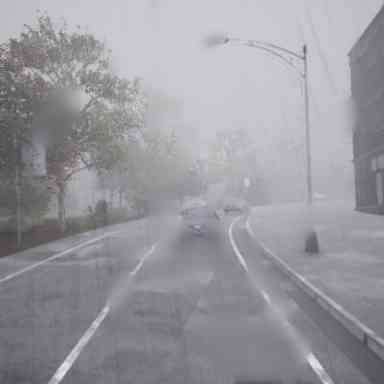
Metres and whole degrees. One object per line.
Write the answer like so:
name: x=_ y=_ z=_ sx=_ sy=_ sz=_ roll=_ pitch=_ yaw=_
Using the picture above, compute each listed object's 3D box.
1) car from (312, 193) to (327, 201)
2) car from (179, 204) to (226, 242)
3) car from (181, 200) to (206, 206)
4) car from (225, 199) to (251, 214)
car: x=24.501 y=1.014 z=64.931 sx=4.674 sy=1.442 sz=1.812 roll=-2 pitch=-3 yaw=-37
car: x=0.495 y=1.547 z=16.498 sx=2.033 sy=1.411 sz=5.357 roll=-1 pitch=0 yaw=5
car: x=0.250 y=1.552 z=32.218 sx=1.837 sy=1.490 sz=4.892 roll=-2 pitch=-1 yaw=18
car: x=4.773 y=1.469 z=34.923 sx=2.033 sy=1.411 sz=5.357 roll=-2 pitch=0 yaw=22
